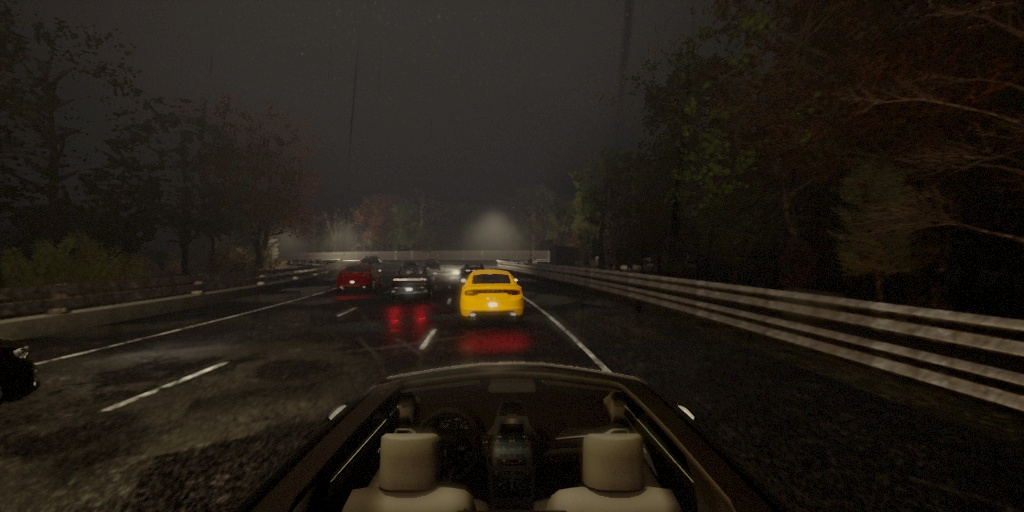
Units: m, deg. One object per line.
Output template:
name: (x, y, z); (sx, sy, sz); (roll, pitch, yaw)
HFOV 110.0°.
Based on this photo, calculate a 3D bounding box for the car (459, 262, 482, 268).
car: (-3.002, 1.237, 27.673); (2.128, 1.511, 4.902); (0, 0, -10)

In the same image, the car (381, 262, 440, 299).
car: (-4.882, 1.248, 18.137); (2.128, 1.511, 4.902); (0, 0, -9)

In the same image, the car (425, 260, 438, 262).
car: (-11.323, 1.251, 49.829); (2.128, 1.511, 4.902); (0, 0, -25)

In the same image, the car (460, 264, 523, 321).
car: (-0.771, 1.224, 12.585); (1.882, 1.535, 5.008); (0, 0, -6)

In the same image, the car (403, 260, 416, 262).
car: (-13.078, 1.272, 45.539); (1.837, 1.490, 4.892); (0, 0, -24)

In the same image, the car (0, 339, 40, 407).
car: (-7.053, 1.263, 2.565); (2.128, 1.511, 4.902); (0, 0, -1)

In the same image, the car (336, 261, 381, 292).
car: (-9.105, 1.245, 21.746); (1.882, 1.535, 5.008); (0, 0, -12)
